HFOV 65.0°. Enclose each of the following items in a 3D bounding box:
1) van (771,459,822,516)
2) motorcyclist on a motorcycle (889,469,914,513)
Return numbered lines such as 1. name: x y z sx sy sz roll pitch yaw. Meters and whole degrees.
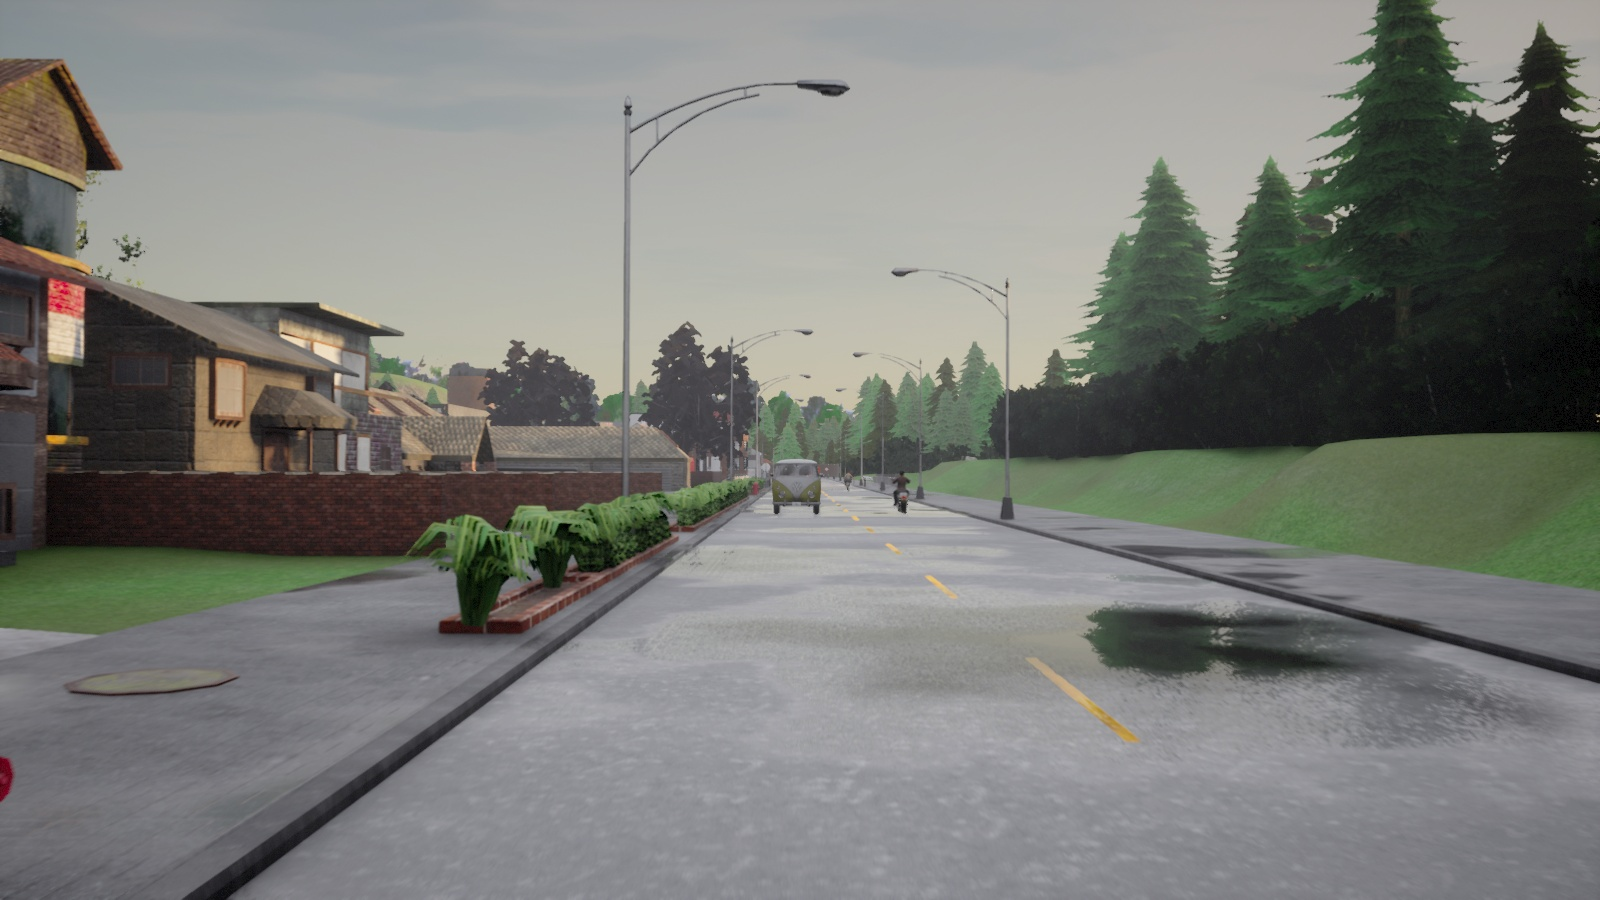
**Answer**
1. van: -0.113 1.340 46.148 1.775 1.987 4.442 0 -1 0
2. motorcyclist on a motorcycle: 3.883 1.556 48.172 0.766 1.649 2.350 0 -1 0
